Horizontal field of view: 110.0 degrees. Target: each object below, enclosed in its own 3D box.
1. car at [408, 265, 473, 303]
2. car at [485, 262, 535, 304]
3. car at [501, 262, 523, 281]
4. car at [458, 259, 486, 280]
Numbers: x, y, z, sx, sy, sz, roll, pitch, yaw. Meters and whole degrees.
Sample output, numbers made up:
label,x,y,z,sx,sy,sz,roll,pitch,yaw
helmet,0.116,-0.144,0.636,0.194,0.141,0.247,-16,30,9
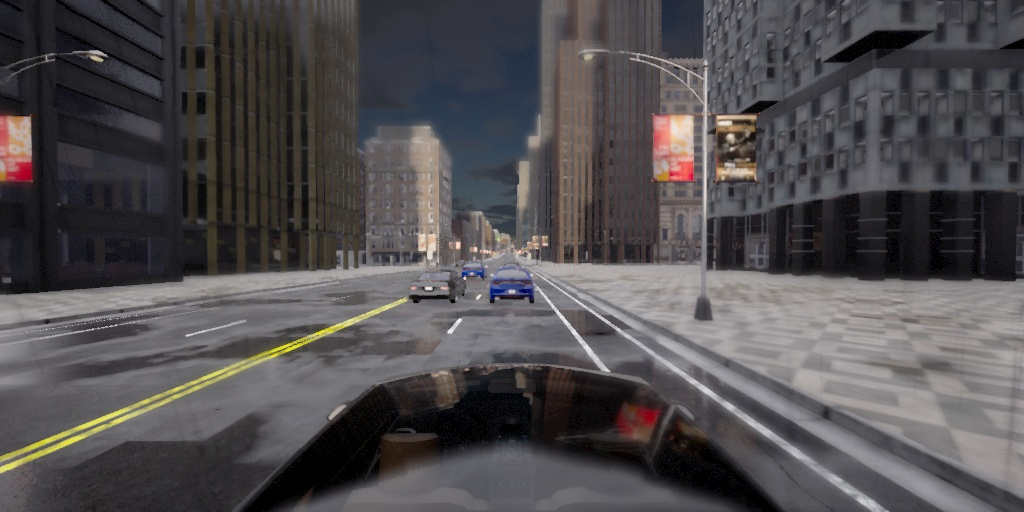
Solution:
label,x,y,z,sx,sy,sz,roll,pitch,yaw
car,-3.250,1.319,16.503,2.033,1.411,5.357,0,0,0
car,0.000,1.240,16.504,1.882,1.535,5.008,0,0,0
car,0.001,1.303,31.506,1.837,1.490,4.892,0,0,0
car,-3.249,1.271,31.506,1.882,1.535,5.008,0,0,0
